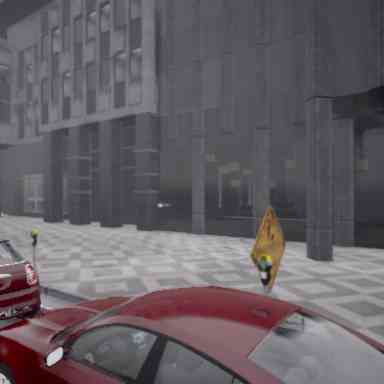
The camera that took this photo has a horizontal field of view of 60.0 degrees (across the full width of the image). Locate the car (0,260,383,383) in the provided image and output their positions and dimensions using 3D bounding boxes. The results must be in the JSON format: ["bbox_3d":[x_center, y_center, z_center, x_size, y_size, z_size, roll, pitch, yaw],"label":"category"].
[{"bbox_3d":[-0.089,1.552,2.911,4.507,1.381,1.887,0,0,36],"label":"car"}]

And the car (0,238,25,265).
[{"bbox_3d":[-4.677,1.472,6.189,4.097,1.590,1.967,0,0,36],"label":"car"}]
